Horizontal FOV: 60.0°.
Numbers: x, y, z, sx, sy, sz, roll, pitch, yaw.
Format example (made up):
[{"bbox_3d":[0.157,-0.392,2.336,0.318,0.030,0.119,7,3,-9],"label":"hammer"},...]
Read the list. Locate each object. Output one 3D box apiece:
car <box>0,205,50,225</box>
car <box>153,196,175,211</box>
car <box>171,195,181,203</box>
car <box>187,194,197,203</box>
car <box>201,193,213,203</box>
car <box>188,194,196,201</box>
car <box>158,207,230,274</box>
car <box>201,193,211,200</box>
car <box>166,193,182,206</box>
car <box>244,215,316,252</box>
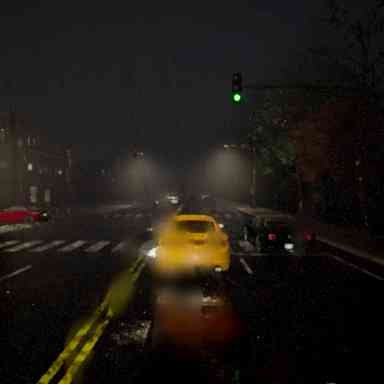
[{"bbox_3d":[-12.378,1.620,23.690,4.181,1.385,1.994,-1,0,6],"label":"car"},{"bbox_3d":[-3.330,1.508,38.543,1.994,1.385,4.181,0,0,0],"label":"car"},{"bbox_3d":[-3.238,1.395,68.724,1.837,1.490,4.892,0,0,0],"label":"car"},{"bbox_3d":[0.011,1.395,68.485,1.837,1.490,4.892,0,0,0],"label":"car"},{"bbox_3d":[3.261,1.400,68.483,2.128,1.511,4.902,0,0,0],"label":"car"},{"bbox_3d":[0.014,1.191,78.903,1.882,1.535,5.008,0,0,0],"label":"car"},{"bbox_3d":[0.009,1.464,10.552,1.882,1.535,5.008,0,0,-2],"label":"car"},{"bbox_3d":[3.264,1.068,78.872,2.097,1.767,4.553,0,0,0],"label":"car"},{"bbox_3d":[-3.292,1.144,54.471,2.150,2.045,5.566,0,0,0],"label":"car"},{"bbox_3d":[3.354,1.583,13.703,1.895,1.301,4.718,0,0,0],"label":"car"}]
